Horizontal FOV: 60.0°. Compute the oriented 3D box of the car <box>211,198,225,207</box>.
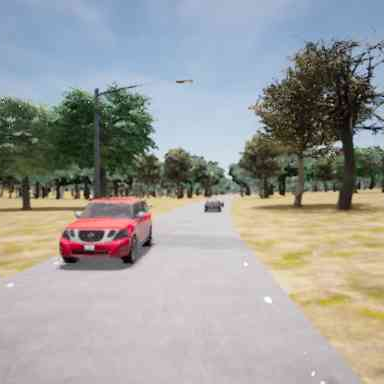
[{"bbox_3d":[3.974,1.567,51.016,1.895,1.301,4.718,0,0,7],"label":"car"}]

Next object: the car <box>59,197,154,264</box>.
[{"bbox_3d":[-2.795,1.232,12.211,2.150,2.045,5.566,0,0,2],"label":"car"}]

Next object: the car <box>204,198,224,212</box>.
[{"bbox_3d":[2.489,1.482,38.916,2.128,1.511,4.902,0,0,7],"label":"car"}]
